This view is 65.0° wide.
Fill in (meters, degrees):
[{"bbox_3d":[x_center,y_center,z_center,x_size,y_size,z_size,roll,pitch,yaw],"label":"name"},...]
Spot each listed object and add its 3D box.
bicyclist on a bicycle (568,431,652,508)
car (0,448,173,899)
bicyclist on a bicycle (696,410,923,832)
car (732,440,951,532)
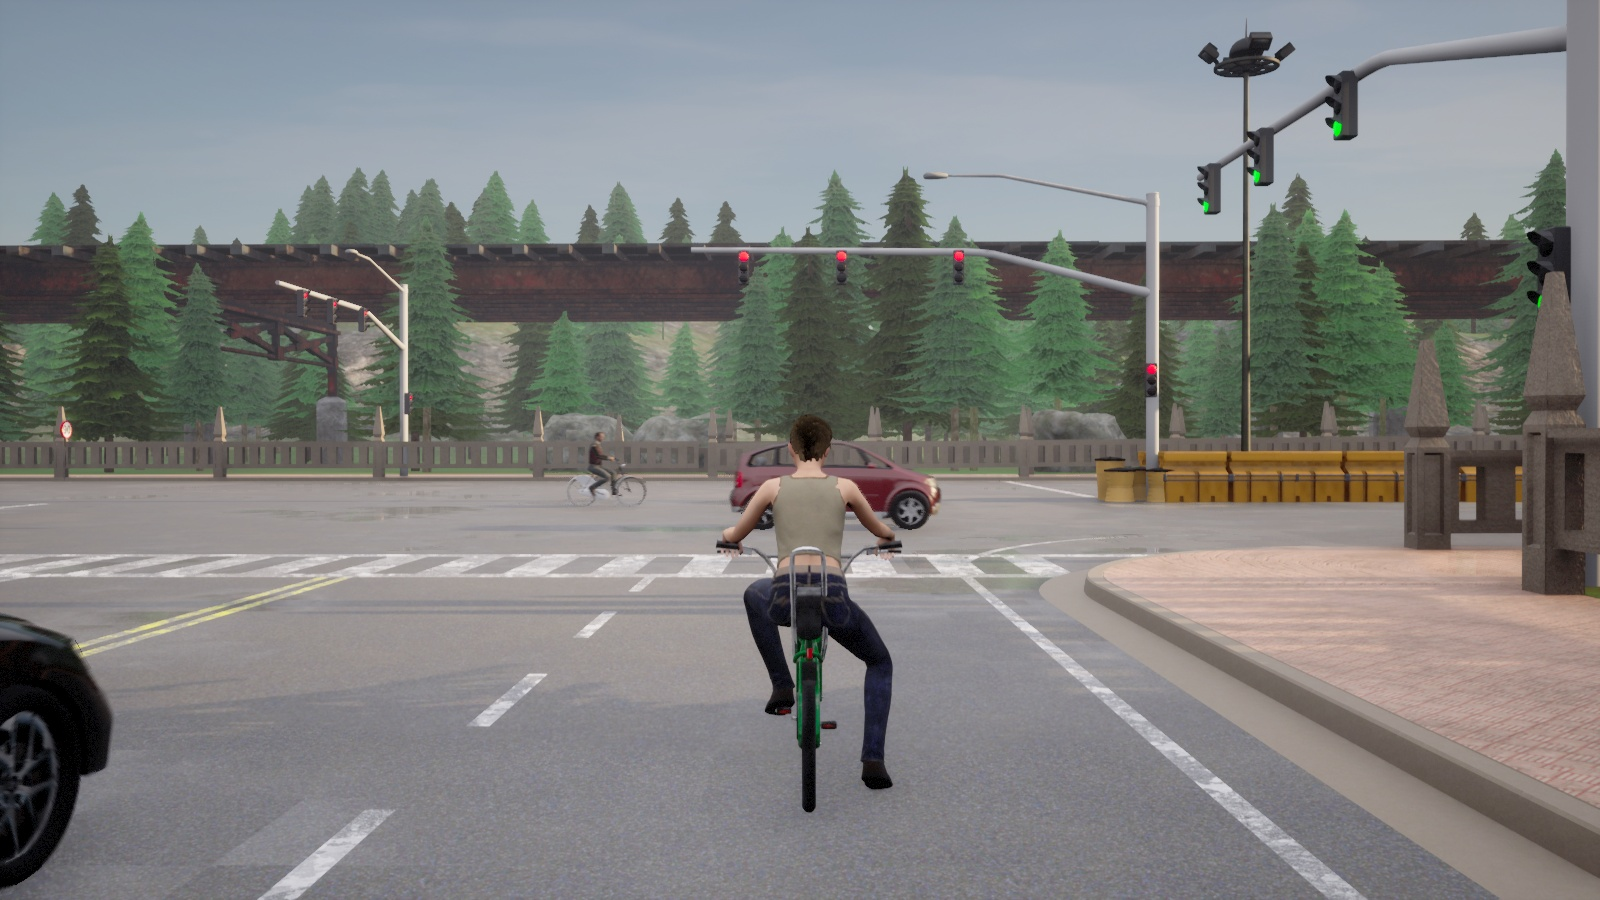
[{"bbox_3d":[-4.395,0.446,29.154,1.843,1.776,0.659,0,0,1],"label":"bicyclist on a bicycle"},{"bbox_3d":[-3.469,0.740,3.008,1.816,1.474,4.193,0,0,0],"label":"car"},{"bbox_3d":[0.040,0.651,5.554,0.866,1.612,1.509,0,0,0],"label":"bicyclist on a bicycle"},{"bbox_3d":[0.708,0.599,22.104,3.705,1.549,1.789,0,0,1],"label":"car"}]
